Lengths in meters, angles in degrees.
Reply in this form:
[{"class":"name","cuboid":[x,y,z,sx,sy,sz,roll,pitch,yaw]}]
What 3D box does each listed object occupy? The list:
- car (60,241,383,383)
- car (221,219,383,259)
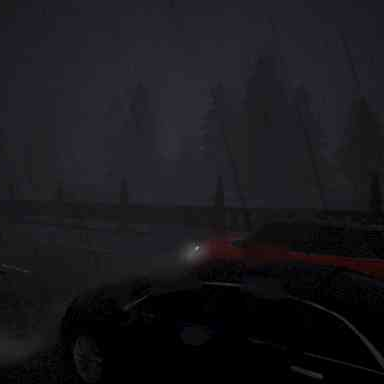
[{"class":"car","cuboid":[0.550,1.501,3.599,4.892,1.490,1.837,0,0,35]},{"class":"car","cuboid":[2.036,1.346,6.838,4.553,1.767,2.097,0,0,35]}]
